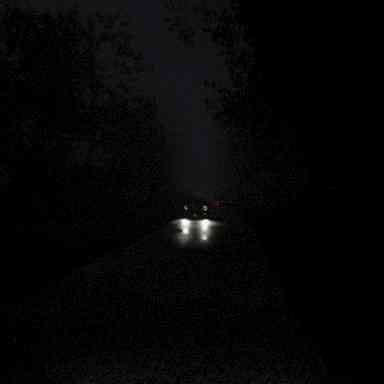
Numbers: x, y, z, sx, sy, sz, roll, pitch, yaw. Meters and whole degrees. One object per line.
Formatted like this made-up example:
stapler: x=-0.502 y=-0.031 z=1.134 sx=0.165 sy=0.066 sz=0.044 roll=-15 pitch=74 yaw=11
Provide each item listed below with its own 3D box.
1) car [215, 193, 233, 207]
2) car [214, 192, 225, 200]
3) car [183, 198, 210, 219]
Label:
car: x=4.594 y=1.235 z=45.407 sx=2.033 sy=1.411 sz=5.357 roll=1 pitch=2 yaw=3
car: x=4.891 y=0.707 z=57.184 sx=2.128 sy=1.511 sz=4.902 roll=1 pitch=3 yaw=0
car: x=0.484 y=1.296 z=29.094 sx=2.097 sy=1.767 sz=4.553 roll=1 pitch=1 yaw=6
